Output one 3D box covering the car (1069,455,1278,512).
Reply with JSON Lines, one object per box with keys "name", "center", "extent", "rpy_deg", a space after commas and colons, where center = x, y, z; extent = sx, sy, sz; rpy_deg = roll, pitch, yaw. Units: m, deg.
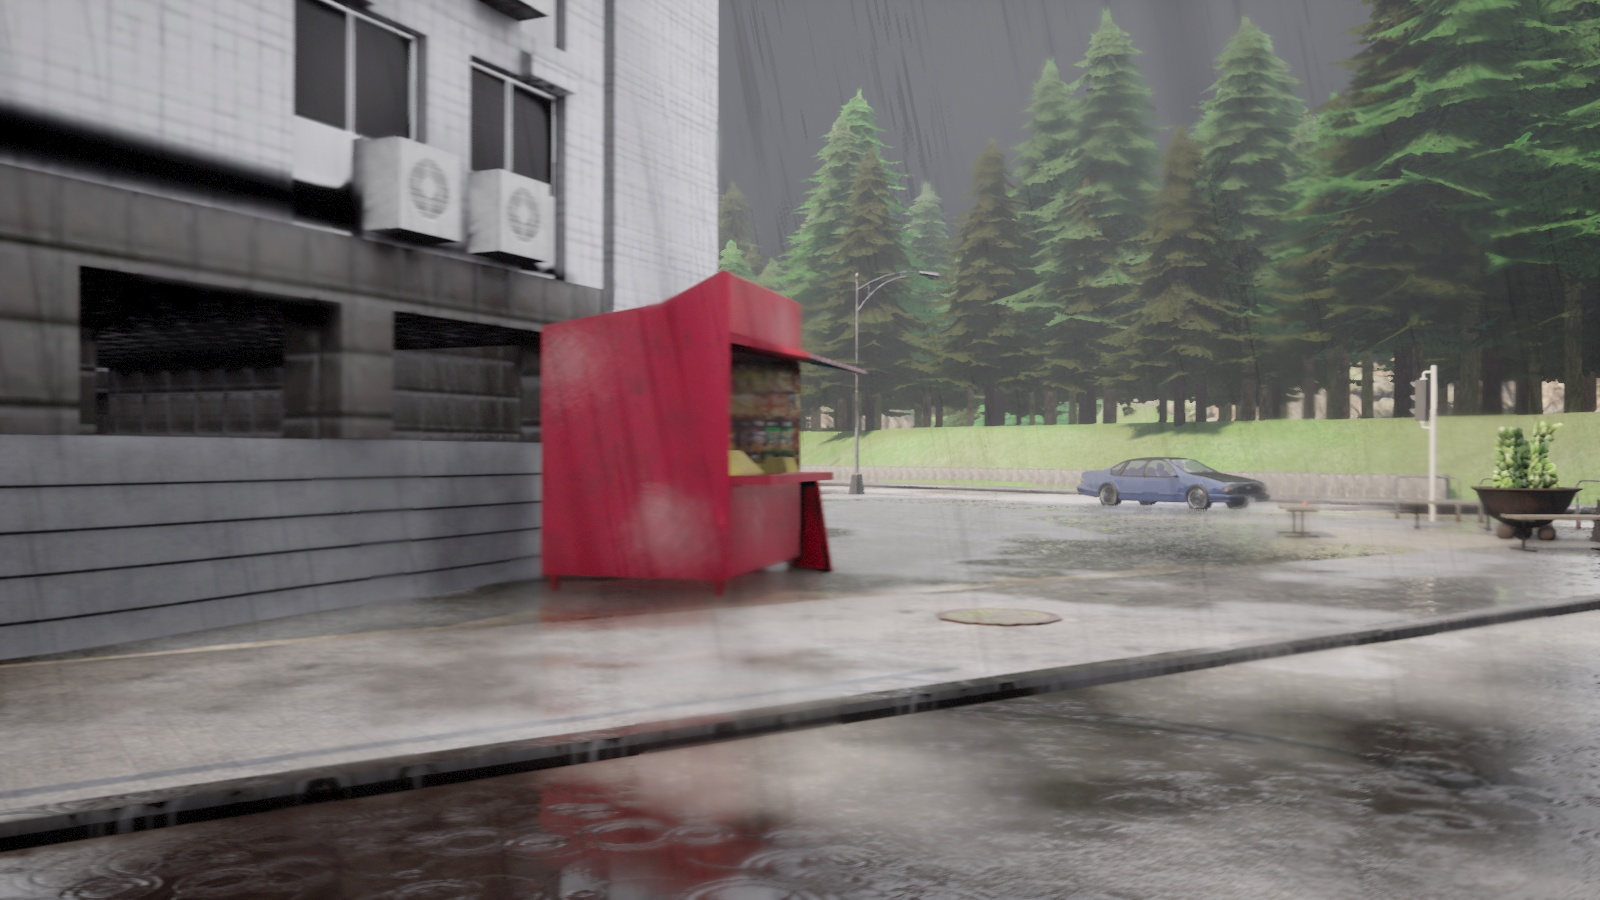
{"name": "car", "center": [10.079, 0.853, 34.339], "extent": [2.033, 1.411, 5.357], "rpy_deg": [0, 0, -35]}
